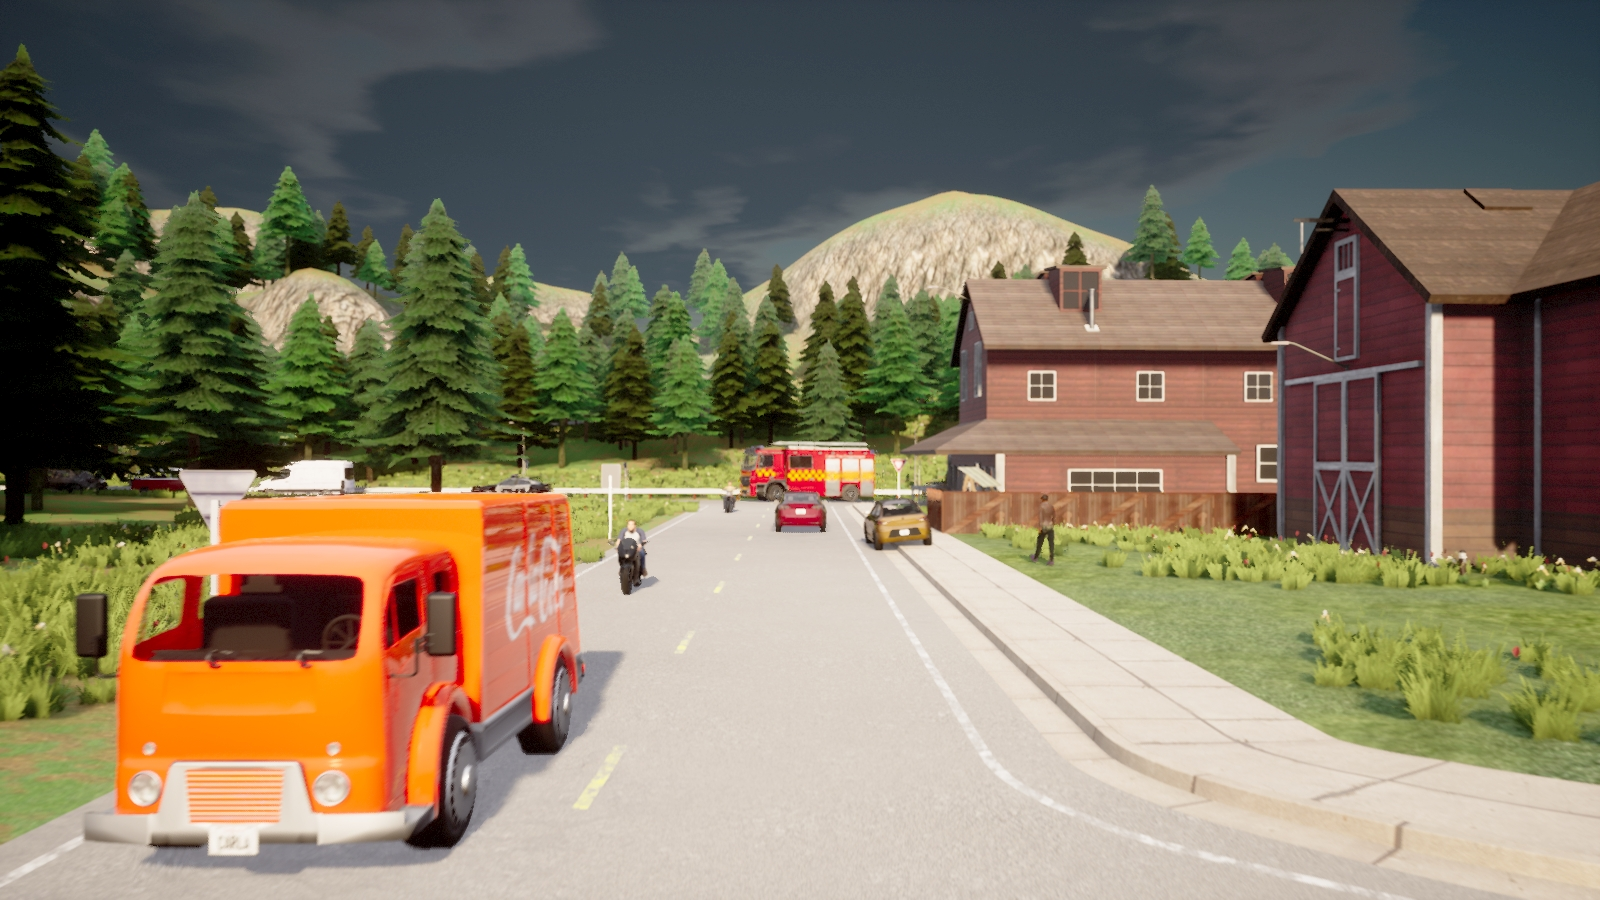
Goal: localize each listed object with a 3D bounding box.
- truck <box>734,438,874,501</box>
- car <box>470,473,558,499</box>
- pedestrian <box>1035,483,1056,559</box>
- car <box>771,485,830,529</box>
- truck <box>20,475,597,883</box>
[{"bbox_3d":[0.253,1.277,73.034,8.468,3.827,2.891,1,-1,-19],"label":"truck"},{"bbox_3d":[-18.677,2.338,74.895,5.238,1.638,2.097,0,0,0],"label":"car"},{"bbox_3d":[6.049,1.744,28.174,0.375,1.860,0.375,0,0,-15],"label":"pedestrian"},{"bbox_3d":[0.033,2.187,44.514,2.163,1.488,4.792,0,0,0],"label":"car"},{"bbox_3d":[-3.488,1.469,9.647,2.627,2.467,5.204,0,-1,0],"label":"truck"}]
